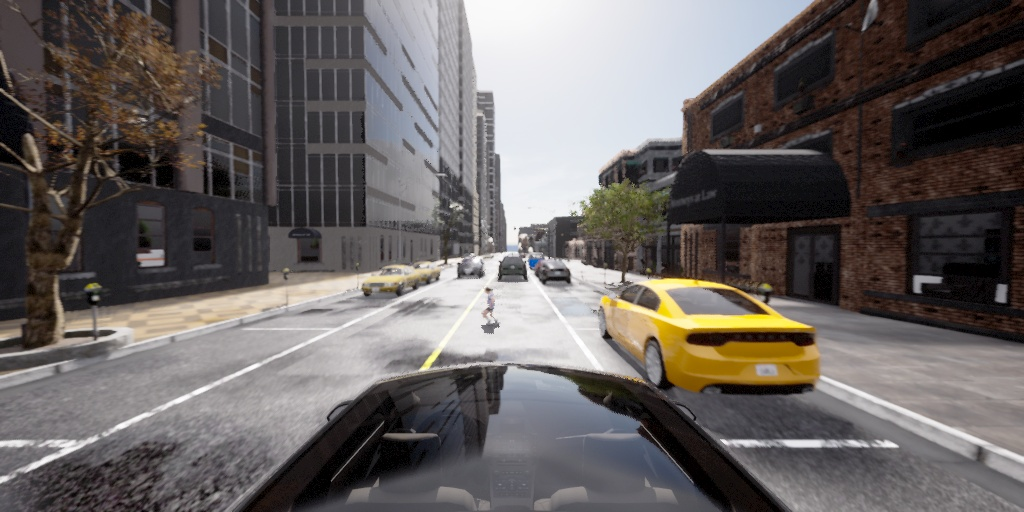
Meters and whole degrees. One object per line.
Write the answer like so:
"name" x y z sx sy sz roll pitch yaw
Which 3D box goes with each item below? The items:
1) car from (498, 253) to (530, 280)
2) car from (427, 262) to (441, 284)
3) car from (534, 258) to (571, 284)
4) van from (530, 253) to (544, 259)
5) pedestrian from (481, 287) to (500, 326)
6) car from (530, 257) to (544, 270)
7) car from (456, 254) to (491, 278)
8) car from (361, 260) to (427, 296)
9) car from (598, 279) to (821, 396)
"car" 0.058 0.743 26.759 2.097 1.767 4.553 0 1 0
"car" -5.690 0.969 22.935 1.751 1.417 4.829 0 0 0
"car" 2.691 1.010 23.092 1.948 1.339 4.313 0 0 0
"van" 2.691 0.547 39.694 1.690 1.789 3.998 0 0 0
"pedestrian" -0.566 1.311 9.574 0.500 1.100 0.500 -1 2 -2
"car" 2.691 0.947 28.626 1.802 1.307 4.207 0 0 0
"car" -3.091 0.868 27.759 2.128 1.511 4.902 0 1 0
"car" -5.691 1.048 17.401 1.751 1.417 4.829 0 0 0
"car" 3.001 1.157 6.699 1.882 1.535 5.008 0 1 0
